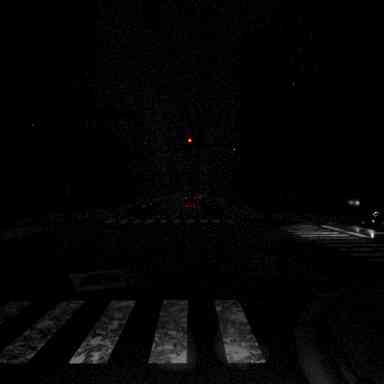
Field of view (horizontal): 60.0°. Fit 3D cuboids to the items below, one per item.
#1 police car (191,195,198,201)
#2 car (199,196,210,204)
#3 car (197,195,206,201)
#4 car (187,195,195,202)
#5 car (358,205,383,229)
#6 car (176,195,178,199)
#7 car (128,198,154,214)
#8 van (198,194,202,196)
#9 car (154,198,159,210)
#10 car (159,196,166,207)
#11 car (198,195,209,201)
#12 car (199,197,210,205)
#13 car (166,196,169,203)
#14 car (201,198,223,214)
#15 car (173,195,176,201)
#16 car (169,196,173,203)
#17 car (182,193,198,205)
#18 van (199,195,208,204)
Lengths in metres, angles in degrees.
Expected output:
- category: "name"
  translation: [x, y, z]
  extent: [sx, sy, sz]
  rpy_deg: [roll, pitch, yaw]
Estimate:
- category: "police car"
  translation: [0.618, 1.599, 90.257]
  extent: [1.930, 1.638, 5.238]
  rpy_deg: [0, 0, 0]
- category: "car"
  translation: [2.364, 1.641, 47.199]
  extent: [1.802, 1.307, 4.206]
  rpy_deg: [0, 0, 0]
- category: "car"
  translation: [2.423, 1.600, 85.774]
  extent: [1.967, 1.590, 4.097]
  rpy_deg: [0, 0, 0]
- category: "car"
  translation: [-0.232, 1.480, 73.713]
  extent: [1.812, 1.442, 4.674]
  rpy_deg: [0, 0, 0]
- category: "car"
  translation: [12.893, 1.305, 20.689]
  extent: [4.553, 1.767, 2.097]
  rpy_deg: [0, 0, 0]
- category: "car"
  translation: [-5.593, 1.721, 91.297]
  extent: [1.887, 1.381, 4.507]
  rpy_deg: [0, 0, 0]
- category: "car"
  translation: [-5.678, 1.480, 36.189]
  extent: [1.967, 1.590, 4.097]
  rpy_deg: [0, 0, 0]
- category: "van"
  translation: [2.381, 1.424, 58.220]
  extent: [1.690, 1.788, 3.998]
  rpy_deg: [0, 0, 0]
- category: "car"
  translation: [-5.669, 1.490, 41.700]
  extent: [1.967, 1.590, 4.097]
  rpy_deg: [0, 0, 0]
- category: "car"
  translation: [-5.653, 1.653, 52.721]
  extent: [1.802, 1.307, 4.206]
  rpy_deg: [0, 0, 0]
- category: "car"
  translation: [2.372, 1.637, 52.709]
  extent: [1.947, 1.339, 4.313]
  rpy_deg: [0, 0, 0]
- category: "car"
  translation: [2.389, 1.647, 63.730]
  extent: [2.008, 1.369, 4.403]
  rpy_deg: [0, 0, 0]
- category: "car"
  translation: [-5.644, 1.634, 58.232]
  extent: [2.008, 1.369, 4.403]
  rpy_deg: [0, 0, 0]
- category: "car"
  translation: [2.347, 1.606, 36.176]
  extent: [1.947, 1.339, 4.313]
  rpy_deg: [0, 0, 0]
- category: "car"
  translation: [-5.611, 1.694, 80.275]
  extent: [2.008, 1.369, 4.403]
  rpy_deg: [0, 0, 0]
- category: "car"
  translation: [-5.628, 1.552, 69.253]
  extent: [1.967, 1.590, 4.097]
  rpy_deg: [0, 0, 0]
- category: "car"
  translation: [-0.248, 1.317, 63.358]
  extent: [2.150, 2.045, 5.566]
  rpy_deg: [0, 0, 0]
- category: "van"
  translation: [2.397, 1.453, 69.241]
  extent: [1.690, 1.788, 3.998]
  rpy_deg: [0, 0, 0]
